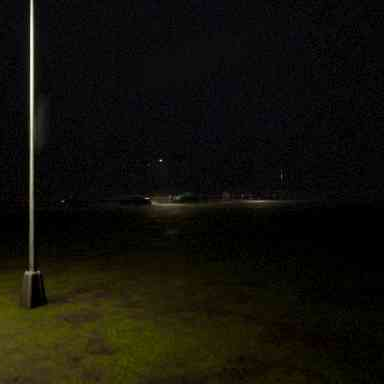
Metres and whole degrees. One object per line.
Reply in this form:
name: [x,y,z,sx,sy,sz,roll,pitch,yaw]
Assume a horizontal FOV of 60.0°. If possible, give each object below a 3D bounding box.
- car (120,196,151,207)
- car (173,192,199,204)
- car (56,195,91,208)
car: [-8.414,1.389,49.844,1.882,1.535,5.008,1,1,43]
car: [-1.048,1.052,61.703,2.150,2.045,5.566,1,1,44]
car: [-16.267,1.237,45.763,2.097,1.767,4.553,1,1,43]
